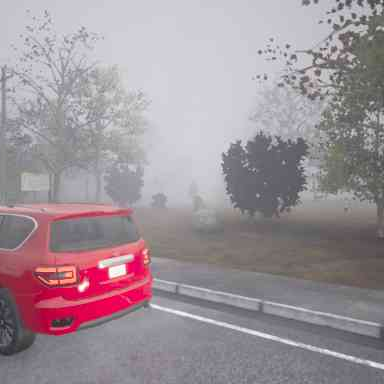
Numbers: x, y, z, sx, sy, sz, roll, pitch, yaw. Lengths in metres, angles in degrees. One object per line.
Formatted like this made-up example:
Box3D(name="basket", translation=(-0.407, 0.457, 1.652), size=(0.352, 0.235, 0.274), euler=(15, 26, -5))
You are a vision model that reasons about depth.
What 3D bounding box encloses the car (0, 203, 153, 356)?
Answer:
Box3D(name="car", translation=(-3.250, 1.221, 6.298), size=(5.566, 2.045, 2.150), euler=(0, 0, 35))
